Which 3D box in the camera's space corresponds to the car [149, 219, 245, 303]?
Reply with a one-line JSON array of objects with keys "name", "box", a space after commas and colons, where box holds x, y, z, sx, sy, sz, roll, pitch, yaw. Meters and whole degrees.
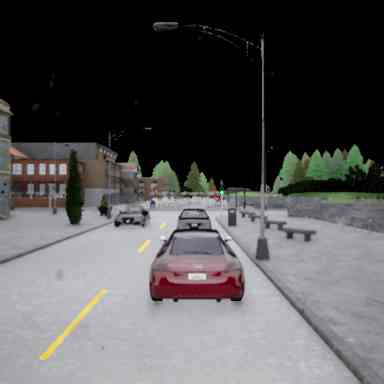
[{"name": "car", "box": [0.098, 1.603, 8.386, 1.994, 1.385, 4.181, 0, 0, 0]}]

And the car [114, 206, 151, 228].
[{"name": "car", "box": [-4.042, 1.672, 23.060, 1.994, 1.385, 4.181, 0, 0, 0]}]

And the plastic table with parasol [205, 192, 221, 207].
[{"name": "plastic table with parasol", "box": [3.549, 1.187, 56.199, 2.482, 2.480, 2.482, 0, 0, 0]}]

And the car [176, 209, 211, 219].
[{"name": "car", "box": [0.093, 1.634, 18.461, 2.033, 1.411, 5.357, 0, 0, 0]}]

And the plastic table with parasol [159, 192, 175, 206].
[{"name": "plastic table with parasol", "box": [-4.271, 1.190, 56.944, 2.482, 2.480, 2.482, 0, 0, 0]}]
